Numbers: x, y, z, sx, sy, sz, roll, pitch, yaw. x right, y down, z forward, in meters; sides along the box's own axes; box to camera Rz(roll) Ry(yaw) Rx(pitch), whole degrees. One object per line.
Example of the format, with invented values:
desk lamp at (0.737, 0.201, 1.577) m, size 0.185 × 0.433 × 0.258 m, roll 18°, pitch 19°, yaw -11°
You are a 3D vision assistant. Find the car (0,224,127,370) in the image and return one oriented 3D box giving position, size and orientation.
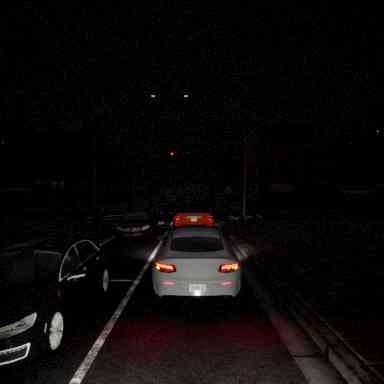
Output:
car at (-2.664, 1.548, 5.857) m, size 2.008 × 1.369 × 4.403 m, roll -2°, pitch 0°, yaw 0°

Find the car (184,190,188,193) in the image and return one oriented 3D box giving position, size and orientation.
car at (-2.744, 1.132, 93.398) m, size 2.192 × 1.841 × 5.009 m, roll -1°, pitch 1°, yaw 0°

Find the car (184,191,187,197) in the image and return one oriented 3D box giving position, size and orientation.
car at (-2.730, 1.308, 71.228) m, size 2.192 × 1.841 × 5.009 m, roll -1°, pitch 0°, yaw 0°

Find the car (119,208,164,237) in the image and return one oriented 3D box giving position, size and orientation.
car at (-2.674, 1.582, 16.751) m, size 1.802 × 1.307 × 4.206 m, roll -2°, pitch 0°, yaw 0°

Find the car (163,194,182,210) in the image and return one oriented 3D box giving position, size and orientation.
car at (-2.705, 1.484, 43.529) m, size 1.967 × 1.590 × 4.097 m, roll -2°, pitch 0°, yaw 0°

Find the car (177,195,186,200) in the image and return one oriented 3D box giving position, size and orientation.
car at (-2.737, 1.430, 87.849) m, size 2.008 × 1.369 × 4.403 m, roll -1°, pitch 0°, yaw 0°

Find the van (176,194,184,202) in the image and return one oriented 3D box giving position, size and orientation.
van at (-2.733, 1.302, 76.765) m, size 1.690 × 1.788 × 3.998 m, roll -1°, pitch 0°, yaw 0°

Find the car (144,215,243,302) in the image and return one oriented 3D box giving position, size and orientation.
car at (0.093, 1.523, 8.149) m, size 1.812 × 1.442 × 4.674 m, roll 0°, pitch 0°, yaw 0°

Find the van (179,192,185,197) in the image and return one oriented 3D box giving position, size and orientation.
van at (-2.724, 1.360, 65.685) m, size 1.690 × 1.788 × 3.998 m, roll -1°, pitch 0°, yaw 0°

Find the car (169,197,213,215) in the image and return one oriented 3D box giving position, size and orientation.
car at (0.083, 1.353, 18.112) m, size 2.097 × 1.767 × 4.553 m, roll 0°, pitch 0°, yaw 0°
